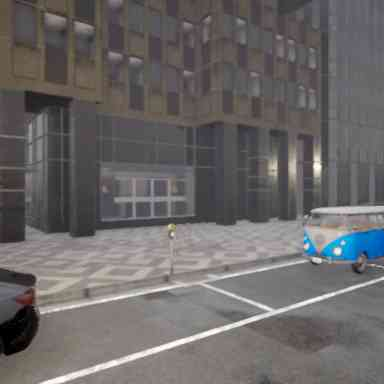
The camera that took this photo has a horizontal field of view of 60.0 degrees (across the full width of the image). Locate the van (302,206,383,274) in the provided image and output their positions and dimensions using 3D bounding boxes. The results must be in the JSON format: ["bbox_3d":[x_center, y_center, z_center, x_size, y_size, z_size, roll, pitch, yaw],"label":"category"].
[{"bbox_3d":[5.124,1.339,10.307,3.998,1.788,1.690,0,0,-35],"label":"van"}]

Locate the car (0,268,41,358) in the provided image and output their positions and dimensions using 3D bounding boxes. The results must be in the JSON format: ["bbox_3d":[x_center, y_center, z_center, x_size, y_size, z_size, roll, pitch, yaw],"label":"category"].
[{"bbox_3d":[-4.053,1.566,3.760,4.313,1.339,1.947,0,0,-36],"label":"car"}]
